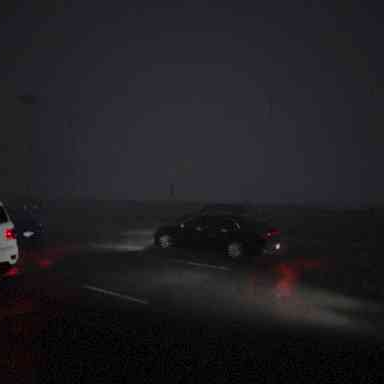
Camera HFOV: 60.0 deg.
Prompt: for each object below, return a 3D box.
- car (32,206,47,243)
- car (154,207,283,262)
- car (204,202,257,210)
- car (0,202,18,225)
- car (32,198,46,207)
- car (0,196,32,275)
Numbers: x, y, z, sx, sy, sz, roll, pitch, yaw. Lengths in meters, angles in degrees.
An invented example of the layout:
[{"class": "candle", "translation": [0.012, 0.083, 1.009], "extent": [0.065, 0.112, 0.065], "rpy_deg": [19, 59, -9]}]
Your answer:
[{"class": "car", "translation": [-8.218, 1.441, 14.153], "extent": [4.674, 1.442, 1.812], "rpy_deg": [0, 0, 35]}, {"class": "car", "translation": [0.779, 1.469, 12.036], "extent": [4.892, 1.490, 1.837], "rpy_deg": [0, 0, 36]}, {"class": "car", "translation": [1.241, 1.305, 16.004], "extent": [4.553, 1.767, 2.097], "rpy_deg": [0, 0, 36]}, {"class": "car", "translation": [-14.348, 1.405, 22.825], "extent": [5.357, 1.411, 2.033], "rpy_deg": [0, 0, 35]}, {"class": "car", "translation": [-13.715, 1.199, 26.672], "extent": [4.553, 1.767, 2.097], "rpy_deg": [0, 0, 35]}, {"class": "car", "translation": [-6.889, 1.160, 8.907], "extent": [5.566, 2.045, 2.150], "rpy_deg": [0, 0, 36]}]
